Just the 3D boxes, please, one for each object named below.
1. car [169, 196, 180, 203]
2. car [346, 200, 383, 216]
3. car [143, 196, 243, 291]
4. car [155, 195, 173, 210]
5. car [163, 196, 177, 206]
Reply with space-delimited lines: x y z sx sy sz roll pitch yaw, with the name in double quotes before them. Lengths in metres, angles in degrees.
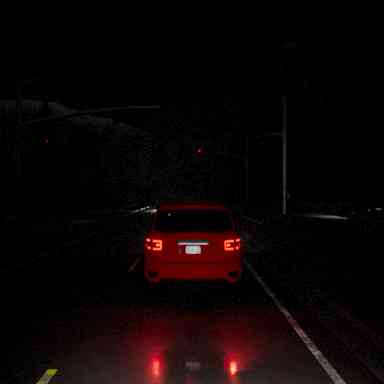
"car" -3.657 1.552 69.225 1.994 1.385 4.181 0 0 0
"car" 16.485 1.520 29.977 4.892 1.490 1.837 0 0 -2
"car" 0.038 1.221 9.165 2.150 2.045 5.566 0 0 0
"car" -3.692 1.352 44.561 2.097 1.767 4.553 0 0 0
"car" -3.708 1.492 56.413 2.128 1.511 4.902 0 0 0
